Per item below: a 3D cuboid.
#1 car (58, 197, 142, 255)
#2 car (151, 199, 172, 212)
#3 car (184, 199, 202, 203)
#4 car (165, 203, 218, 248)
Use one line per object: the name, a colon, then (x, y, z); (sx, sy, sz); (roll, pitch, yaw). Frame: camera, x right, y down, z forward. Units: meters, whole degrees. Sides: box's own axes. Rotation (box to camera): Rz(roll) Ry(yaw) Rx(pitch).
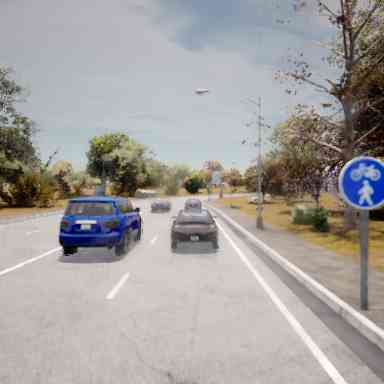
car: (-3.399, 1.202, 13.335); (2.150, 2.045, 5.566); (0, 0, 0)
car: (-3.279, 1.453, 36.723); (1.895, 1.301, 4.718); (0, 0, 1)
car: (0.114, 1.405, 35.944); (2.033, 1.411, 5.357); (0, 0, 0)
car: (0.100, 1.468, 14.568); (2.128, 1.511, 4.902); (0, 0, 0)
